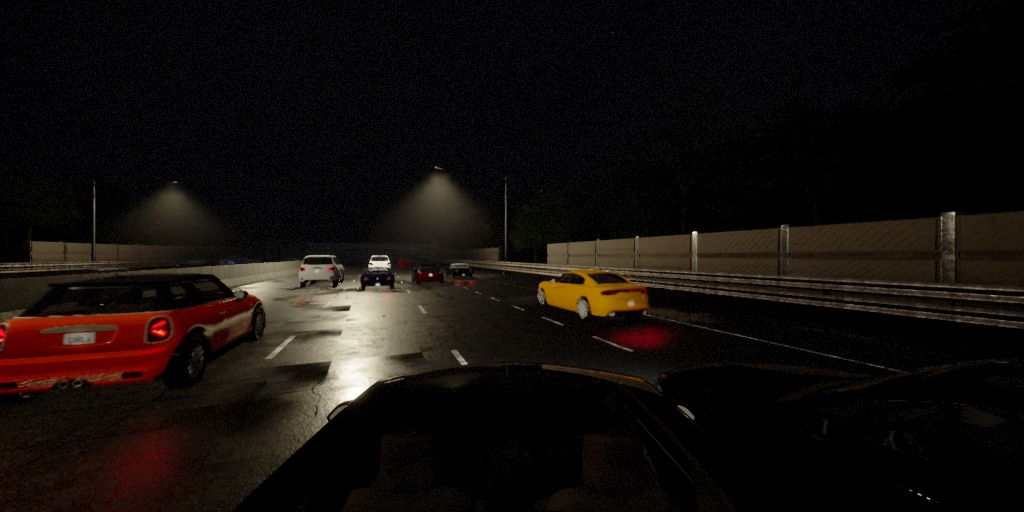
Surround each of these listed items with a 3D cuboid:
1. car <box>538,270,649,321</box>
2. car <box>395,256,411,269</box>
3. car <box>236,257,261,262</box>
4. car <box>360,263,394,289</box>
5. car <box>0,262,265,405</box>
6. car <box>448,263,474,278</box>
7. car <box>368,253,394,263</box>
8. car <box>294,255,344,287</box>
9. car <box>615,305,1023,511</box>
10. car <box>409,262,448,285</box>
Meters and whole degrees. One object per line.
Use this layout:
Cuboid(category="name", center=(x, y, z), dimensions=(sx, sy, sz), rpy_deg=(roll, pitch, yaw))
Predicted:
Cuboid(category="car", center=(2.595, 1.229, 12.697), dimensions=(1.882, 1.535, 5.008), rpy_deg=(0, 0, -20))
Cuboid(category="car", center=(-16.857, 1.204, 56.191), dimensions=(1.882, 1.535, 5.008), rpy_deg=(0, 0, -19))
Cuboid(category="car", center=(-37.783, 1.244, 52.207), dimensions=(1.812, 1.442, 4.674), rpy_deg=(0, 0, -19))
Cuboid(category="car", center=(-8.538, 1.349, 22.842), dimensions=(1.895, 1.301, 4.718), rpy_deg=(0, 0, -20))
Cuboid(category="car", center=(-6.378, 1.101, 6.678), dimensions=(2.097, 1.767, 4.553), rpy_deg=(0, 0, -20))
Cuboid(category="car", center=(-5.048, 1.346, 33.792), dimensions=(1.895, 1.301, 4.718), rpy_deg=(0, 0, -20))
Cuboid(category="car", center=(-14.272, 0.958, 38.808), dimensions=(2.150, 2.045, 5.566), rpy_deg=(0, 0, -19))
Cuboid(category="car", center=(-12.827, 0.969, 24.418), dimensions=(2.150, 2.045, 5.566), rpy_deg=(0, 0, -20))
Cuboid(category="car", center=(2.743, 1.276, 1.819), dimensions=(1.812, 1.442, 4.674), rpy_deg=(0, 0, -20))
Cuboid(category="car", center=(-6.349, 1.312, 26.791), dimensions=(1.994, 1.385, 4.181), rpy_deg=(0, 0, -20))
